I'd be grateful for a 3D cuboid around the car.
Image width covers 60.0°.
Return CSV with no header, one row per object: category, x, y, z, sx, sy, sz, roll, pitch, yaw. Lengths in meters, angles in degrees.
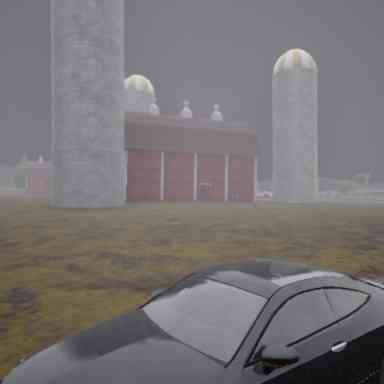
car,0.571,1.530,3.478,4.674,1.442,1.812,0,0,-35
